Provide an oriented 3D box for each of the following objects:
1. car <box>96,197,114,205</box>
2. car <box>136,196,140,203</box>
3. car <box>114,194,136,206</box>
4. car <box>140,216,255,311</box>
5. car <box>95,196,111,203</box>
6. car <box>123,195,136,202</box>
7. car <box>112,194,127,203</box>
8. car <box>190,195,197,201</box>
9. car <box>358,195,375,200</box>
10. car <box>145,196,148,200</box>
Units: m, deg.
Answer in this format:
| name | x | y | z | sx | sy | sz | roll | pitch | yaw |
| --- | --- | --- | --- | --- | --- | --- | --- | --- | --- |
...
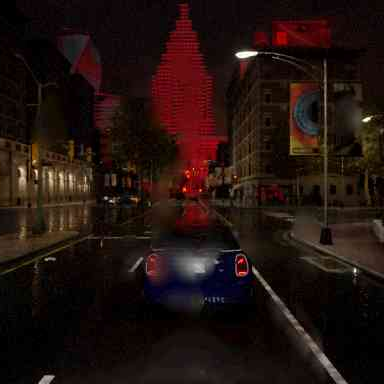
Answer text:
| name | x | y | z | sx | sy | sz | roll | pitch | yaw |
| --- | --- | --- | --- | --- | --- | --- | --- | --- | --- |
| car | -14.846 | 1.547 | 57.940 | 2.033 | 1.411 | 5.357 | 0 | 0 | 1 |
| car | -11.266 | 1.478 | 65.912 | 1.882 | 1.535 | 5.008 | 0 | 0 | 1 |
| car | -11.356 | 1.526 | 56.764 | 1.812 | 1.442 | 4.674 | 0 | 0 | 0 |
| car | 0.105 | 1.352 | 7.923 | 2.097 | 1.767 | 4.553 | 0 | 0 | 0 |
| car | -17.980 | 1.595 | 67.444 | 1.895 | 1.301 | 4.718 | 0 | 0 | 0 |
| car | -14.686 | 1.525 | 78.451 | 2.128 | 1.511 | 4.902 | 0 | 0 | 0 |
| car | -14.729 | 1.352 | 68.050 | 2.097 | 1.767 | 4.553 | 0 | 0 | 0 |
| car | 0.331 | 1.540 | 82.755 | 2.033 | 1.411 | 5.357 | 0 | 0 | 0 |
| car | 34.720 | 1.481 | 68.626 | 2.231 | 1.521 | 4.892 | 0 | 0 | 0 |
| car | -11.197 | 1.553 | 75.785 | 1.994 | 1.385 | 4.181 | 0 | 0 | 0 |
